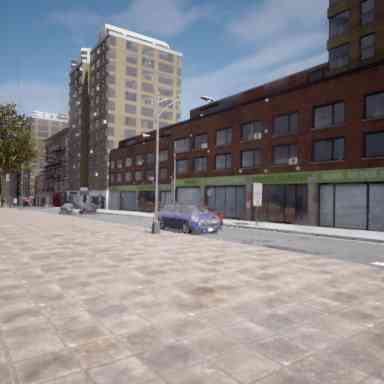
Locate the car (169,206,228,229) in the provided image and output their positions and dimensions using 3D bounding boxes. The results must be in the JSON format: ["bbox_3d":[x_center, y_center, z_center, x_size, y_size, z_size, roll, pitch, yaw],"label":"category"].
[{"bbox_3d":[0.358,1.775,24.292,1.812,1.442,4.674,1,-2,-35],"label":"car"}]

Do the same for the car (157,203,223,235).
[{"bbox_3d":[-0.278,1.504,20.089,2.097,1.767,4.553,1,-1,-35],"label":"car"}]

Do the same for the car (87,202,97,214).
[{"bbox_3d":[-14.480,2.154,45.248,2.128,1.511,4.902,1,-2,-35],"label":"car"}]

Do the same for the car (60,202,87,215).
[{"bbox_3d":[-14.799,2.072,40.696,1.812,1.442,4.674,1,-2,-35],"label":"car"}]
